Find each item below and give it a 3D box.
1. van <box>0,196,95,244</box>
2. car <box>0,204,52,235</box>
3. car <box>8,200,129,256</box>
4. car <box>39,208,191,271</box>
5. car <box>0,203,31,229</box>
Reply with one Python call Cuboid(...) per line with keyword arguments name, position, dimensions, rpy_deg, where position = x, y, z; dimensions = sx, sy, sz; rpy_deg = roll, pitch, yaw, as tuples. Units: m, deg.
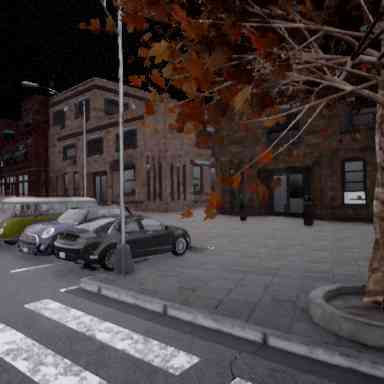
Cuboid(name="van", position=(-6.322, 1.229, 14.464), dimensions=(1.878, 1.987, 4.442), rpy_deg=(0, 0, 40))
Cuboid(name="car", position=(-10.461, 1.467, 18.047), dimensions=(2.163, 1.488, 4.792), rpy_deg=(0, 0, 41))
Cuboid(name="car", position=(-4.112, 1.336, 12.809), dimensions=(2.185, 1.767, 4.553), rpy_deg=(0, 0, 40))
Cuboid(name="car", position=(-2.023, 1.468, 11.014), dimensions=(2.231, 1.521, 4.892), rpy_deg=(0, 0, 40))
Cuboid(name="car", position=(-12.424, 1.465, 19.776), dimensions=(2.002, 1.452, 4.674), rpy_deg=(0, 0, 42))
